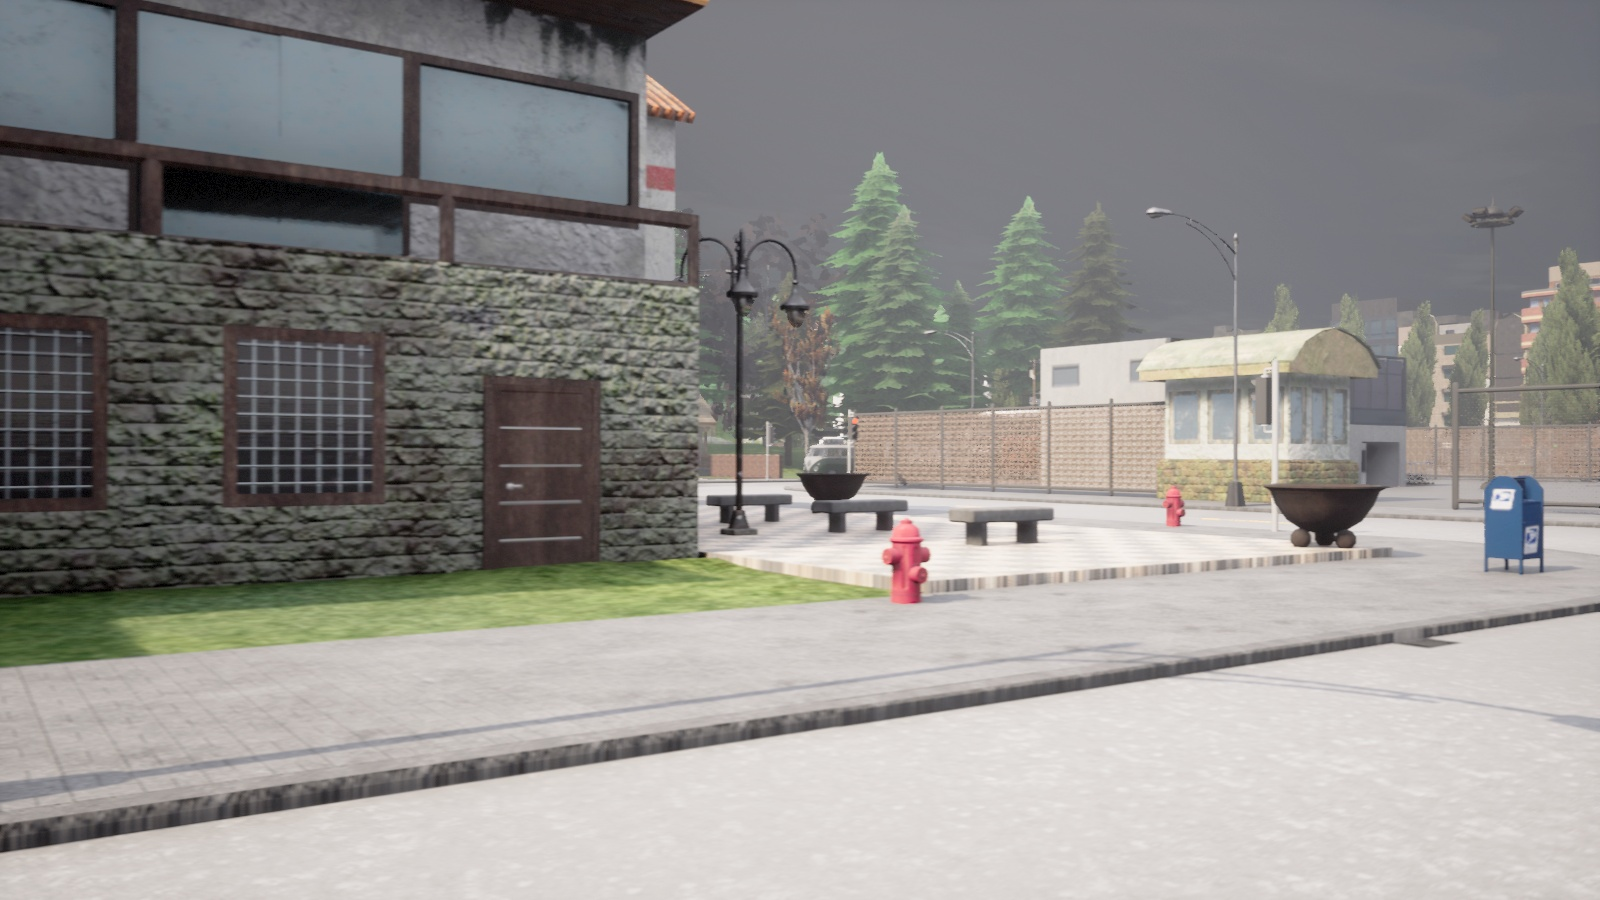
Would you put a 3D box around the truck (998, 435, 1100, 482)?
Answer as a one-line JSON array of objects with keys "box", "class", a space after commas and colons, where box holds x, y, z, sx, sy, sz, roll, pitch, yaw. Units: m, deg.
[{"box": [13.704, 0.476, 69.013, 5.204, 2.467, 2.627, 0, 0, -35], "class": "truck"}]

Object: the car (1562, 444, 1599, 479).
[{"box": [47.322, 0.667, 72.261, 2.150, 2.045, 5.566, 0, 0, -34], "class": "car"}]

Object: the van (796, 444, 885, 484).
[{"box": [2.139, 0.716, 65.836, 4.442, 1.987, 1.775, 0, 0, -35], "class": "van"}]

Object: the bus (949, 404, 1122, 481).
[{"box": [13.961, -0.395, 74.072, 10.273, 4.253, 3.944, 0, 0, -35], "class": "bus"}]
